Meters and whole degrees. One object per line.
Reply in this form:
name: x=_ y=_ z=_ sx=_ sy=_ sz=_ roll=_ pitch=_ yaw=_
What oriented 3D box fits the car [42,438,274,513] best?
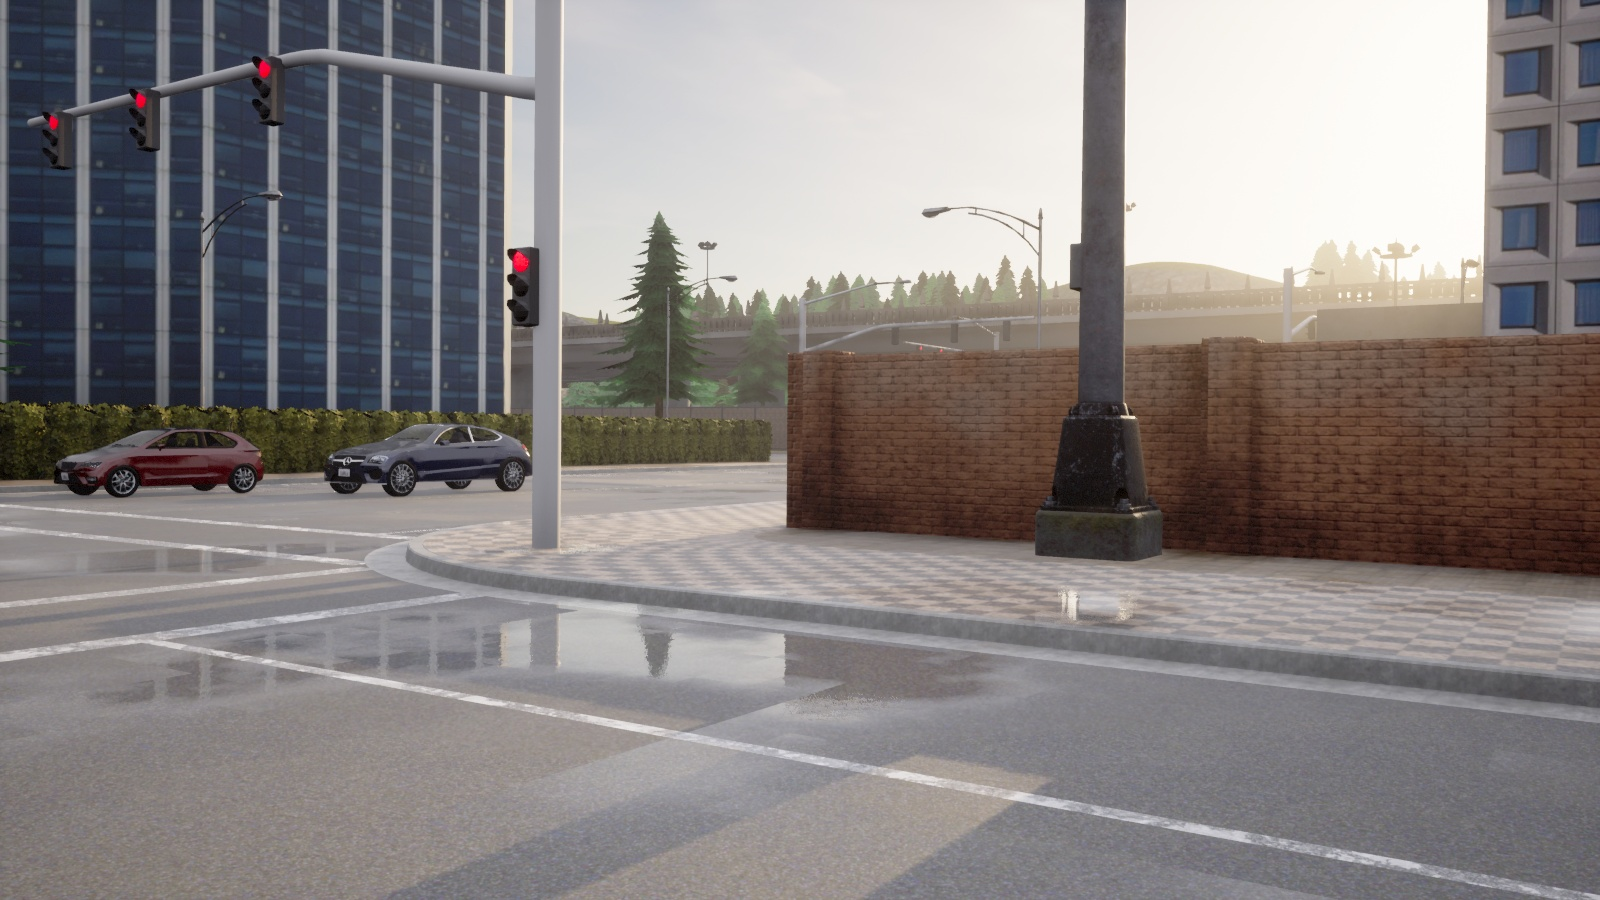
car: x=-14.023 y=0.494 z=27.653 sx=1.816 sy=1.474 sz=4.193 roll=0 pitch=1 yaw=33

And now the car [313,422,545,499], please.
car: x=-8.596 y=0.184 z=29.564 sx=2.152 sy=1.651 sz=5.027 roll=0 pitch=1 yaw=33
